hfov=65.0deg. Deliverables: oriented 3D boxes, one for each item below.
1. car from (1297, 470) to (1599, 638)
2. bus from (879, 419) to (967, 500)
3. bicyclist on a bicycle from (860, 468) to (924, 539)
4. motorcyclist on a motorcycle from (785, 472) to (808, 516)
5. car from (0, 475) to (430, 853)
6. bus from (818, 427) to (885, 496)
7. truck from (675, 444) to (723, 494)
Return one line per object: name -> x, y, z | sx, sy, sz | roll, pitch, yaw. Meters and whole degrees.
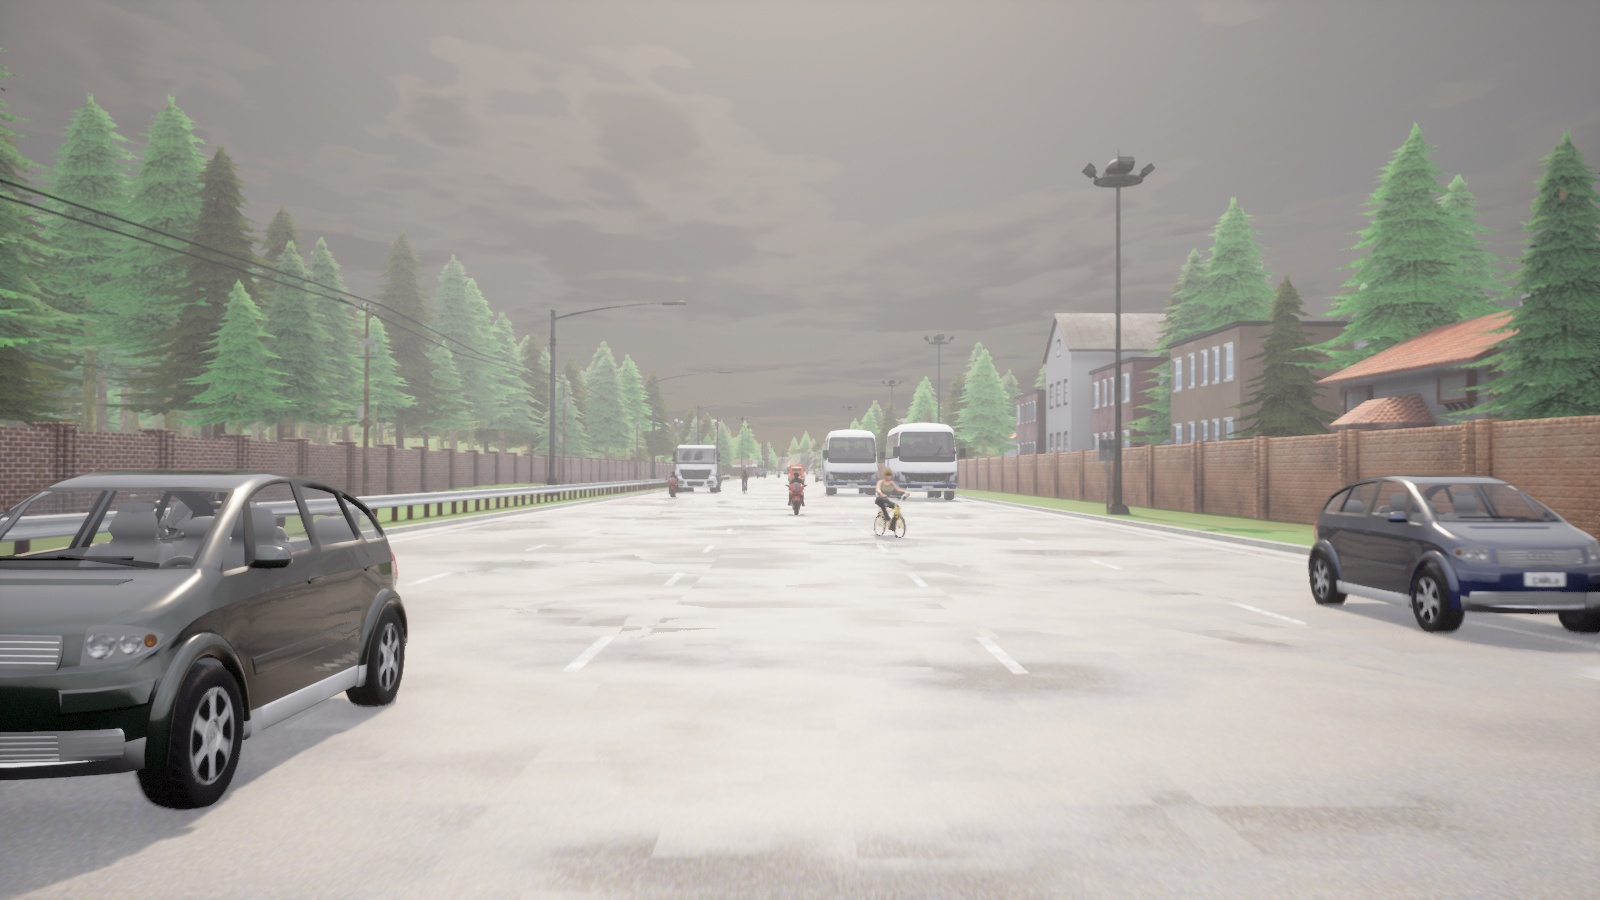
car -> 6.965, 0.991, 13.466 | 1.789, 1.549, 3.705 | 0, -1, 0
bus -> 6.813, 0.609, 71.336 | 3.944, 4.253, 10.273 | 0, -1, 0
bicyclist on a bicycle -> 2.158, 1.240, 29.622 | 0.866, 1.612, 1.509 | 0, -1, -26
motorcyclist on a motorcycle -> -0.113, 1.541, 44.277 | 0.797, 1.523, 2.044 | 0, -1, 0
car -> -3.519, 0.926, 7.059 | 1.789, 1.549, 3.705 | 0, -1, 0
bus -> 3.283, 0.822, 83.186 | 3.944, 4.253, 10.273 | 0, -1, 0
truck -> -7.237, 1.387, 90.870 | 2.891, 3.462, 7.936 | 0, -1, 0
